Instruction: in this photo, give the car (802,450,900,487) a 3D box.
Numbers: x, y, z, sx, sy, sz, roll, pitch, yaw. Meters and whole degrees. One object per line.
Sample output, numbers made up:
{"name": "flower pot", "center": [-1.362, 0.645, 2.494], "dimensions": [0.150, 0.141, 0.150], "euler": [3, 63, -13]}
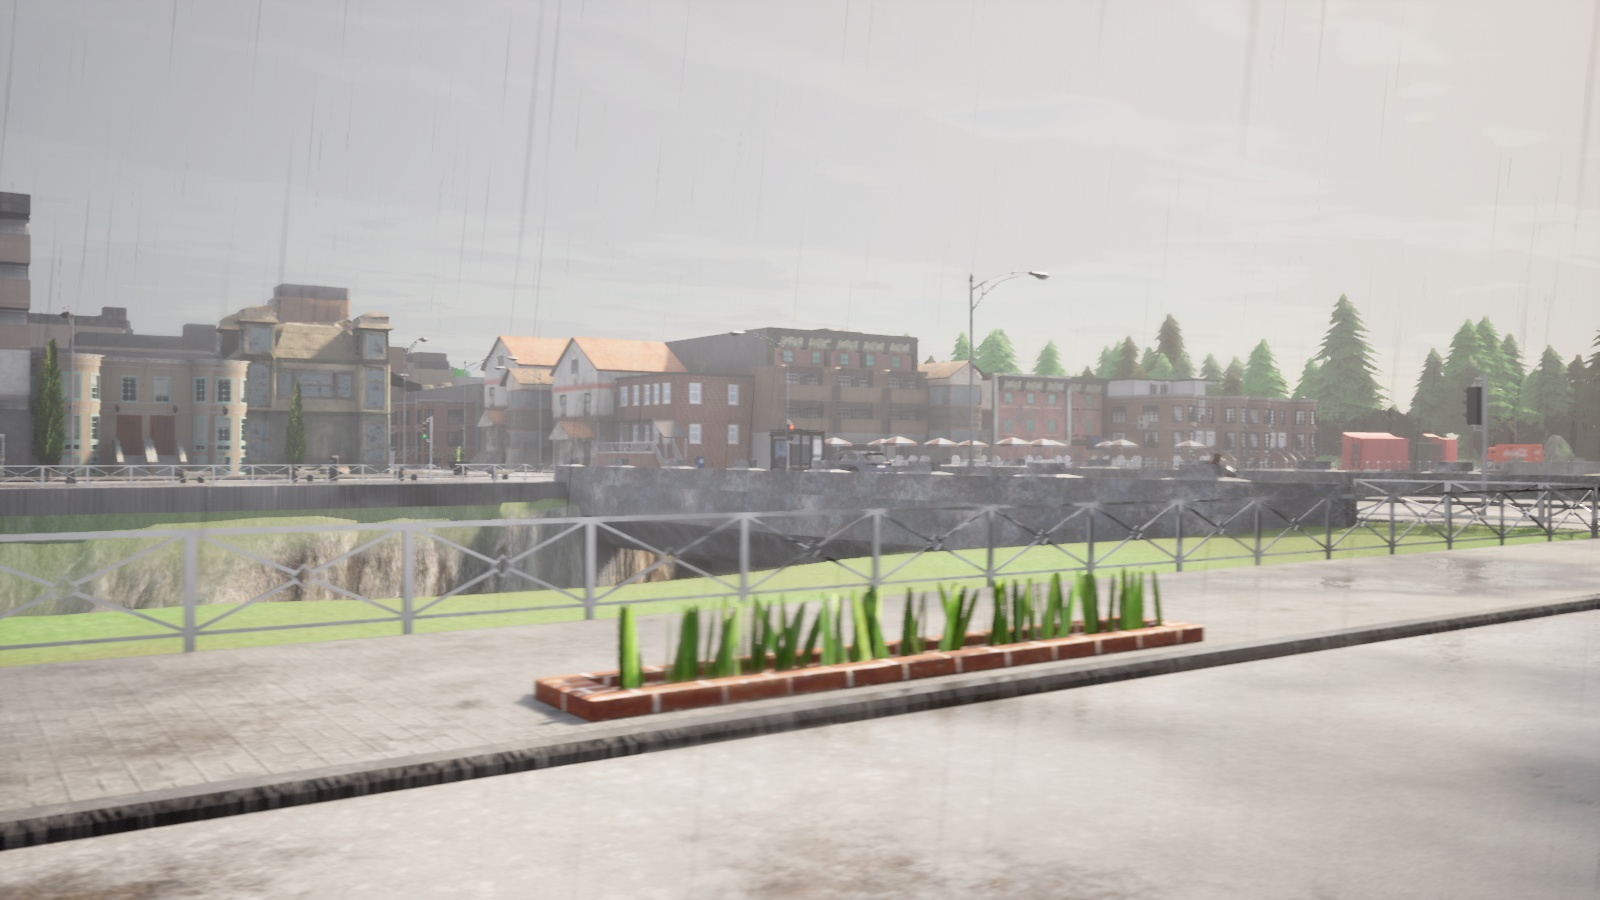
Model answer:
{"name": "car", "center": [2.325, 0.813, 58.352], "dimensions": [2.033, 1.649, 4.856], "euler": [0, 0, -35]}
